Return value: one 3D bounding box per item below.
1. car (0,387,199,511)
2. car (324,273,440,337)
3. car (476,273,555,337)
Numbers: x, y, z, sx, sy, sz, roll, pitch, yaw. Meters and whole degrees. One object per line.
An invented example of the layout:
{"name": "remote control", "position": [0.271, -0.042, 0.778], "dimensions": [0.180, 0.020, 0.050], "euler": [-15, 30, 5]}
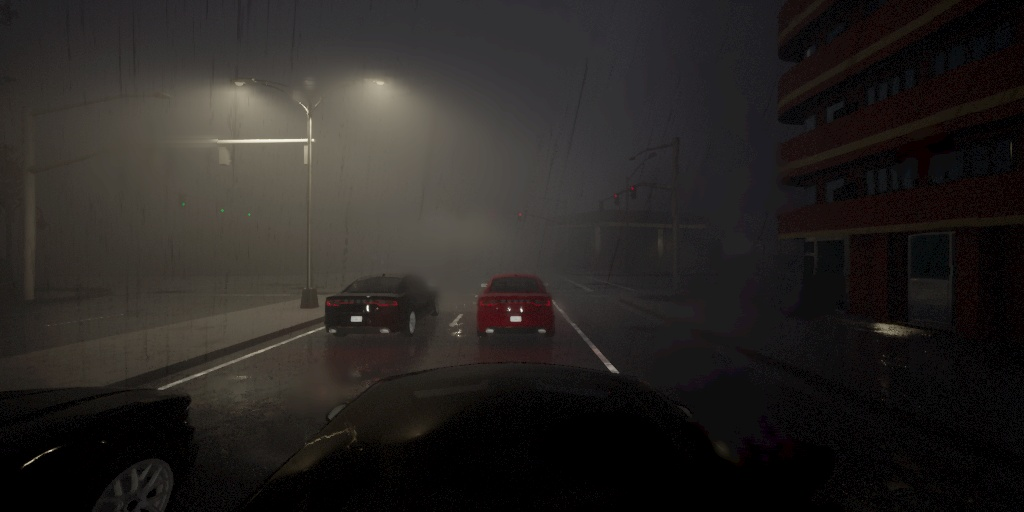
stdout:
{"name": "car", "position": [-3.408, 1.228, 0.753], "dimensions": [1.882, 1.535, 5.008], "euler": [0, 0, 0]}
{"name": "car", "position": [-3.396, 1.228, 10.327], "dimensions": [1.882, 1.535, 5.008], "euler": [0, 0, 0]}
{"name": "car", "position": [0.109, 1.228, 10.341], "dimensions": [1.882, 1.535, 5.008], "euler": [0, 0, 1]}
